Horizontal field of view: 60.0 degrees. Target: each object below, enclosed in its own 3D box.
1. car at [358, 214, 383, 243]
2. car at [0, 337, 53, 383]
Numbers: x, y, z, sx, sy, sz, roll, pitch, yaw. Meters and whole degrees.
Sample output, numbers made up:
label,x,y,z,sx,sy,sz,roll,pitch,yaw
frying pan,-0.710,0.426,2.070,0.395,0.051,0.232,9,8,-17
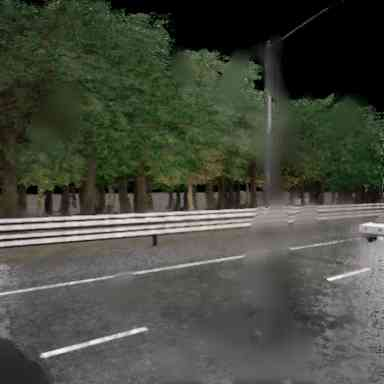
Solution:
label,x,y,z,sx,sy,sz,roll,pitch,yaw
car,9.513,1.594,14.825,4.718,1.301,1.895,0,0,-35
car,-3.183,1.505,1.476,4.892,1.490,1.837,0,0,-35
